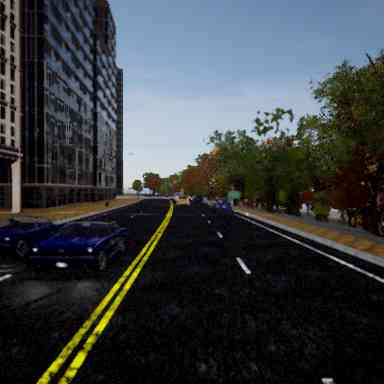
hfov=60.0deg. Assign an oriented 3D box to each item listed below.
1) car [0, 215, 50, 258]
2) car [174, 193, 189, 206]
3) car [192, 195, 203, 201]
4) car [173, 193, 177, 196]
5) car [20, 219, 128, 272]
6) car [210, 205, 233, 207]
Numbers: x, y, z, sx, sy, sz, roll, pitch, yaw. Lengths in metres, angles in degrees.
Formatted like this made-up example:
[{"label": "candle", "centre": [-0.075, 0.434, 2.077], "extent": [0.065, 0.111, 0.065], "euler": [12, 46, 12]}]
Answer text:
[{"label": "car", "centre": [-6.695, 1.603, 12.848], "extent": [1.895, 1.301, 4.718], "euler": [0, 0, -1]}, {"label": "car", "centre": [-1.531, 1.453, 54.495], "extent": [1.882, 1.535, 5.008], "euler": [0, 0, -3]}, {"label": "car", "centre": [1.126, 1.160, 62.710], "extent": [1.882, 1.535, 5.008], "euler": [0, 0, -4]}, {"label": "car", "centre": [-2.851, 1.178, 72.581], "extent": [2.150, 2.045, 5.566], "euler": [0, 0, -5]}, {"label": "car", "centre": [-3.424, 1.602, 10.890], "extent": [1.895, 1.301, 4.718], "euler": [0, 0, -1]}, {"label": "car", "centre": [2.717, 1.247, 31.094], "extent": [2.033, 1.411, 5.357], "euler": [0, 0, -2]}]
